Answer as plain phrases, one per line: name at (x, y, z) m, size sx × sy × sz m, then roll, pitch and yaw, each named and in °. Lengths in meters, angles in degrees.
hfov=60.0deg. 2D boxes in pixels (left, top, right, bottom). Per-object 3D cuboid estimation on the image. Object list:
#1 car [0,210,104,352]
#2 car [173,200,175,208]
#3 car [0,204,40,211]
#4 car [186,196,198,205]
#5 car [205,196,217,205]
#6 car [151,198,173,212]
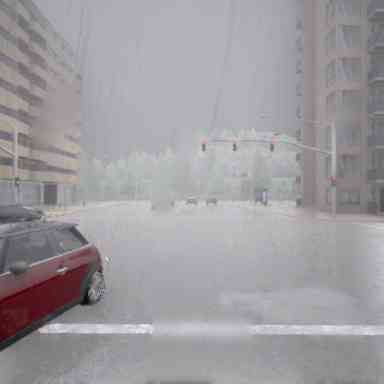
car at (-3.251, 1.352, 5.235) m, size 2.097 × 1.767 × 4.553 m, roll 0°, pitch 0°, yaw 13°
car at (-3.574, 1.560, 48.948) m, size 1.994 × 1.385 × 4.181 m, roll 0°, pitch 0°, yaw 0°
car at (-12.175, 1.524, 22.114) m, size 4.674 × 1.442 × 1.812 m, roll 0°, pitch 0°, yaw 1°
car at (-0.012, 1.521, 60.173) m, size 1.812 × 1.442 × 4.674 m, roll 0°, pitch 0°, yaw 0°
car at (3.488, 1.500, 60.174) m, size 1.837 × 1.490 × 4.892 m, roll 0°, pitch 0°, yaw 0°
car at (-3.576, 1.523, 38.866) m, size 1.812 × 1.442 × 4.674 m, roll 0°, pitch 0°, yaw 0°
